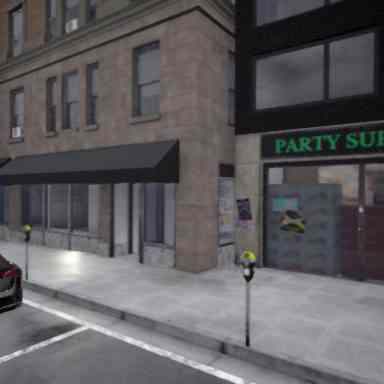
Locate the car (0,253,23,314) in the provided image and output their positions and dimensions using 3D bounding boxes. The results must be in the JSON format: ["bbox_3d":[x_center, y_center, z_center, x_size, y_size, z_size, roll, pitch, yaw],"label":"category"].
[{"bbox_3d":[-4.905,1.525,6.310,4.313,1.339,1.947,0,0,36],"label":"car"}]
